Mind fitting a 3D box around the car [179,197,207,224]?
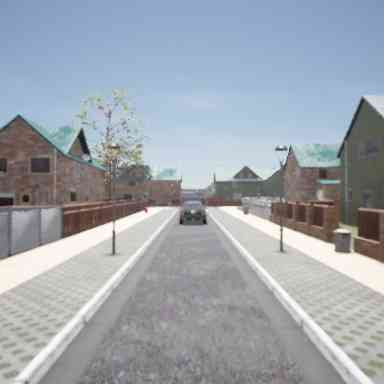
[{"bbox_3d":[0.085,1.523,26.681,2.097,1.767,4.553,0,0,0],"label":"car"}]
